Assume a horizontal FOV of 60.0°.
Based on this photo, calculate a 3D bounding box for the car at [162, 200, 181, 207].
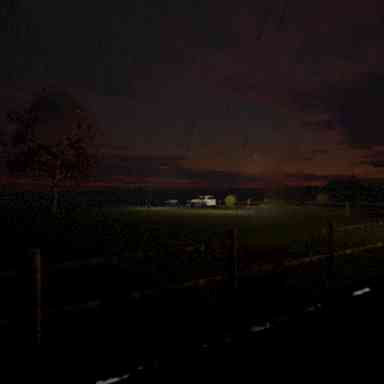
[{"bbox_3d":[-4.202,2.290,67.537,2.033,1.411,5.357,-1,-1,-34],"label":"car"}]

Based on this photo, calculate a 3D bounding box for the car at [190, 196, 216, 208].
[{"bbox_3d":[1.891,1.751,58.669,2.150,2.045,5.566,-1,-1,-35],"label":"car"}]
